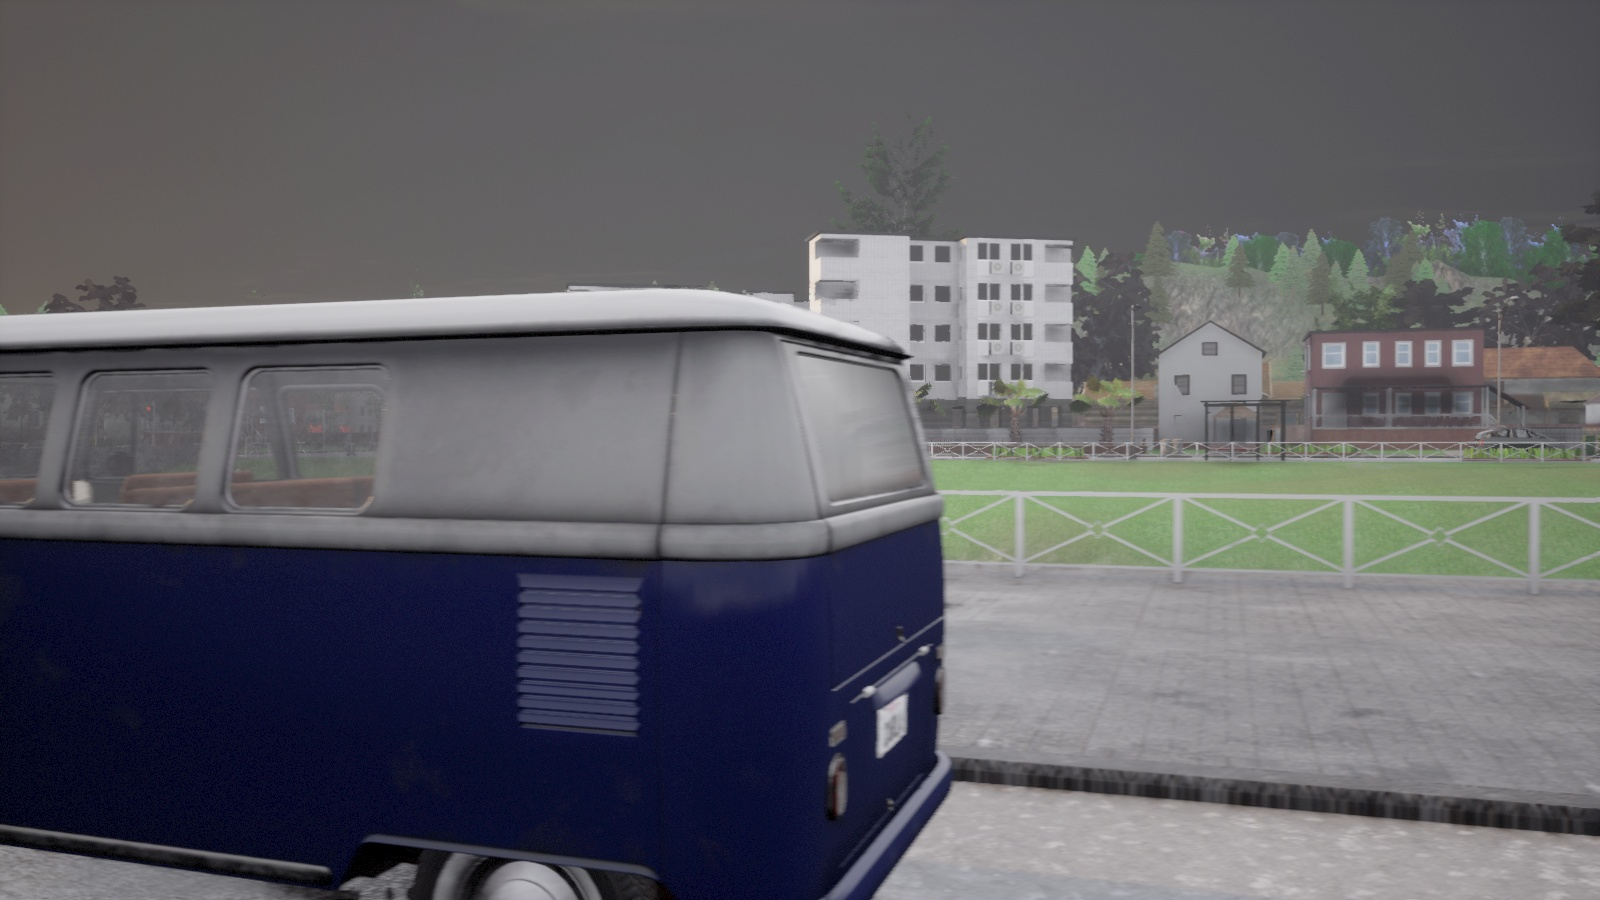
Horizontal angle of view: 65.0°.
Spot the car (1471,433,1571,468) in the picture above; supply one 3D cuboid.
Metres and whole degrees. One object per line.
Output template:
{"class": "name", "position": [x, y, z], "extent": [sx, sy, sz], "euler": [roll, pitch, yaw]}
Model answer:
{"class": "car", "position": [33.058, 0.006, 57.696], "extent": [3.705, 1.549, 1.789], "euler": [0, 1, 19]}

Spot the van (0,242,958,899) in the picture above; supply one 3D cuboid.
{"class": "van", "position": [-1.831, 0.503, 4.331], "extent": [4.442, 1.987, 1.775], "euler": [1, 1, 19]}
